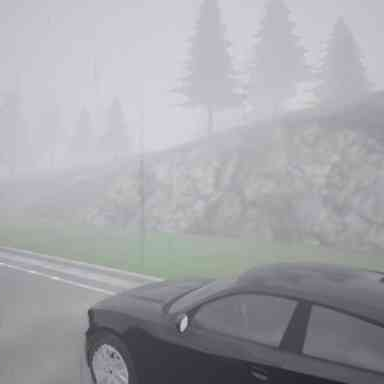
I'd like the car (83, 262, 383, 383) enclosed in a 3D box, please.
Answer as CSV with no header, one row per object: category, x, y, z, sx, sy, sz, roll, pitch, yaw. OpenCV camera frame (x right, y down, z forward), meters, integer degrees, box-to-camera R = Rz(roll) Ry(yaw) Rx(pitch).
car,0.992,1.472,3.287,5.008,1.535,1.882,0,0,35
